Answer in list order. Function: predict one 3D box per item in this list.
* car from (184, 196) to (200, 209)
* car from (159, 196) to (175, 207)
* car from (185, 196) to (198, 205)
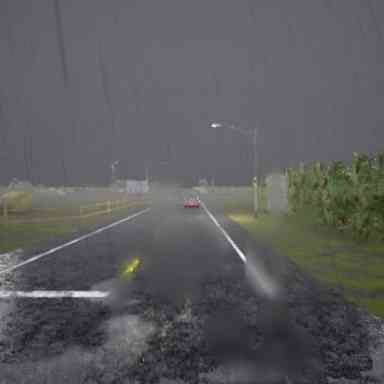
[{"bbox_3d":[-0.024,1.420,43.262,1.994,1.385,4.181,0,0,0],"label":"car"},{"bbox_3d":[-3.526,1.338,47.482,1.837,1.490,4.892,0,0,0],"label":"car"},{"bbox_3d":[-0.030,1.372,53.311,1.994,1.385,4.181,0,0,0],"label":"car"}]
